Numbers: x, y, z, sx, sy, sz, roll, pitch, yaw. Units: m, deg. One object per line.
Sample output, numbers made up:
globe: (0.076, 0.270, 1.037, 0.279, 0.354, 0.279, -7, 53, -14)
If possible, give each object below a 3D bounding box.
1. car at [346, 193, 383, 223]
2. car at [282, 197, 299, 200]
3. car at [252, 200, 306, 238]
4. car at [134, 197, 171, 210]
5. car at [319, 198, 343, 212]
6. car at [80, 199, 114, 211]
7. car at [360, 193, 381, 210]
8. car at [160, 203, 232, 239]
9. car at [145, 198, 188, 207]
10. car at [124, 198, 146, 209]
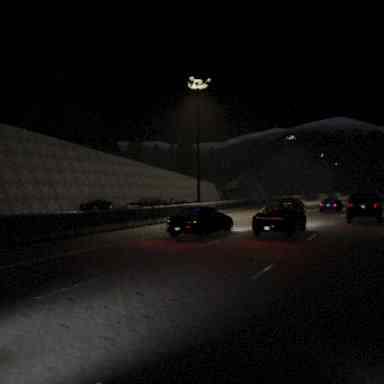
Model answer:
car: (12.556, 1.051, 24.140, 2.150, 2.045, 5.566, 0, 0, 30)
car: (10.209, 1.319, 34.186, 1.837, 1.490, 4.892, 0, 0, 30)
car: (4.612, 1.403, 17.225, 2.128, 1.511, 4.902, 0, 0, 30)
car: (-5.001, 1.442, 43.219, 2.033, 1.411, 5.357, 0, 0, 30)
car: (14.668, 1.327, 34.953, 2.033, 1.411, 5.357, 0, 0, 30)
car: (-11.209, 1.515, 39.384, 1.994, 1.385, 4.181, 0, 0, 30)
car: (20.702, 1.079, 38.496, 2.097, 1.767, 4.553, 0, 0, 30)
car: (0.482, 1.467, 17.037, 1.812, 1.442, 4.674, 0, 0, 30)
car: (-2.176, 1.396, 34.031, 2.128, 1.511, 4.902, 0, 0, 30)
car: (-5.220, 1.412, 35.759, 2.128, 1.511, 4.902, 0, 0, 30)
